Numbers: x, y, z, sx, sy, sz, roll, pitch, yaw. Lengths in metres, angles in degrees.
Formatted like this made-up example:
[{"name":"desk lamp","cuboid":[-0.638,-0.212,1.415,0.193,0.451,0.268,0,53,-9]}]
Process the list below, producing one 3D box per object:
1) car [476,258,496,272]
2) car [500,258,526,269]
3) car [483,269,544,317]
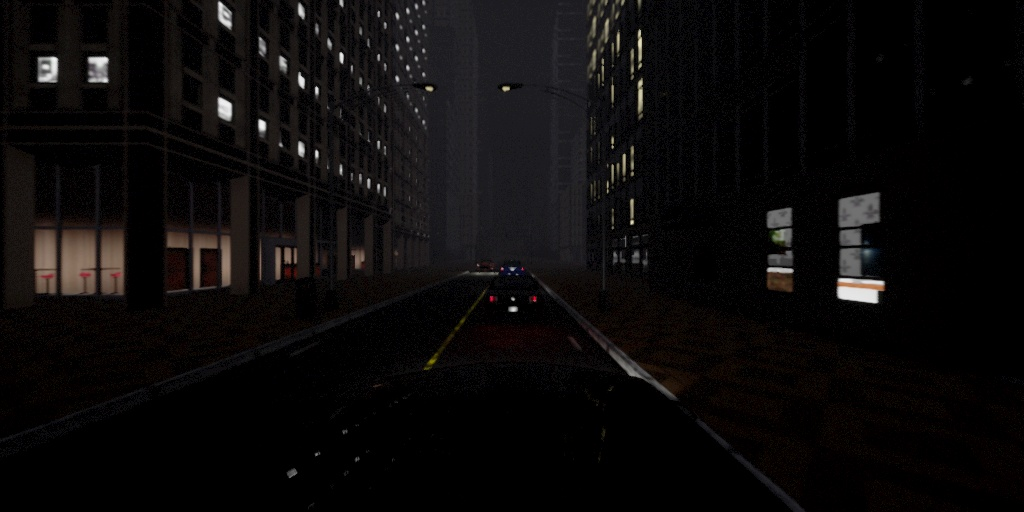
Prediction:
[{"name":"car","cuboid":[-3.124,1.019,43.667,2.097,1.767,4.553,0,0,0]},{"name":"car","cuboid":[0.051,1.048,29.265,2.097,1.767,4.553,0,0,0]},{"name":"car","cuboid":[0.055,1.329,13.132,1.895,1.301,4.718,0,0,0]}]
